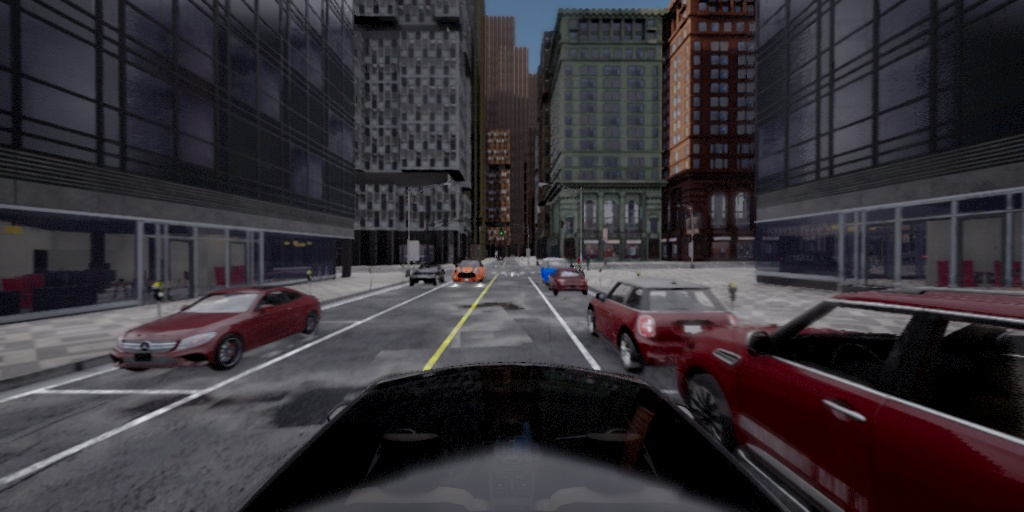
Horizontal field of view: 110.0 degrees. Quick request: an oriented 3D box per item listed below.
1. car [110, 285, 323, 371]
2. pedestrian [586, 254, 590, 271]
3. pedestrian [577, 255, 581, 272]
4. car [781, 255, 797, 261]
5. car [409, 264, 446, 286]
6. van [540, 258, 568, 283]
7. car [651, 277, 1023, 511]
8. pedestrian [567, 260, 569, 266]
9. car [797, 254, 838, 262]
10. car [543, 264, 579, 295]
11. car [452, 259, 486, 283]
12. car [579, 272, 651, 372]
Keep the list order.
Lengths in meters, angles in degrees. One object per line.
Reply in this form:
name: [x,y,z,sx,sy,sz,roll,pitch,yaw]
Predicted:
car: [-5.666,1.315,7.606,1.802,1.307,4.207,0,0,0]
pedestrian: [8.147,0.704,38.585,0.375,1.860,0.375,0,1,0]
pedestrian: [7.147,0.744,37.986,0.375,1.860,0.375,0,1,0]
car: [39.206,0.553,48.609,4.902,1.511,2.128,-1,1,0]
car: [-5.661,1.241,24.554,1.948,1.339,4.313,0,0,0]
van: [2.865,1.015,24.552,1.690,1.789,3.998,0,0,0]
car: [2.857,1.064,1.956,2.192,1.841,5.009,0,0,0]
pedestrian: [6.147,1.040,39.189,0.375,1.300,0.375,0,1,0]
car: [39.210,0.656,45.360,4.181,1.385,1.994,-1,1,0]
car: [2.862,1.277,18.903,1.802,1.307,4.207,0,0,0]
car: [-3.074,1.018,26.618,2.097,1.767,4.553,0,0,0]
car: [2.858,1.172,7.605,1.967,1.591,4.097,0,0,0]
